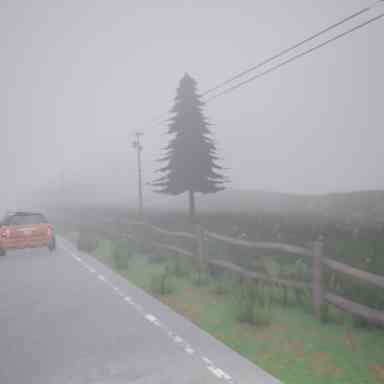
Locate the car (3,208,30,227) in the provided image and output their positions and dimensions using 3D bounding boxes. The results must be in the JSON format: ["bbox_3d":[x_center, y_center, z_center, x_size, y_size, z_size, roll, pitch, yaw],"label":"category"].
[{"bbox_3d":[-16.157,2.248,30.497,1.994,1.385,4.181,-2,0,-29],"label":"car"}]

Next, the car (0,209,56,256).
[{"bbox_3d":[-7.557,1.674,15.096,2.097,1.767,4.553,-2,0,-29],"label":"car"}]
